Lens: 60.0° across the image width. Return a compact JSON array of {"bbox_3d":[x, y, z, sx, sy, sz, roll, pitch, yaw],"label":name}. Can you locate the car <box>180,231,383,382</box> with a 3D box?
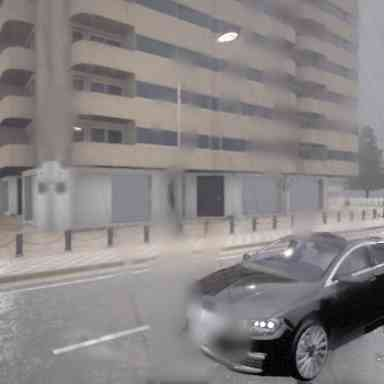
[{"bbox_3d":[2.097,1.460,5.479,4.902,1.511,2.128,0,0,-35],"label":"car"}]
